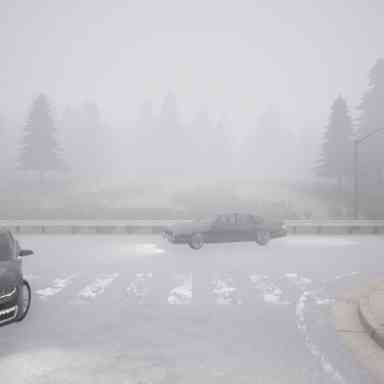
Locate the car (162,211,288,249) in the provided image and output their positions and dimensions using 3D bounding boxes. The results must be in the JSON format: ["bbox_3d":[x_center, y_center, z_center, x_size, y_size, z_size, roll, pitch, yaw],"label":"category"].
[{"bbox_3d":[1.461,1.545,14.354,5.357,1.411,2.033,0,0,-20],"label":"car"}]

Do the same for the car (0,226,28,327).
[{"bbox_3d":[-4.456,1.504,6.714,1.837,1.490,4.892,0,0,-28],"label":"car"}]
